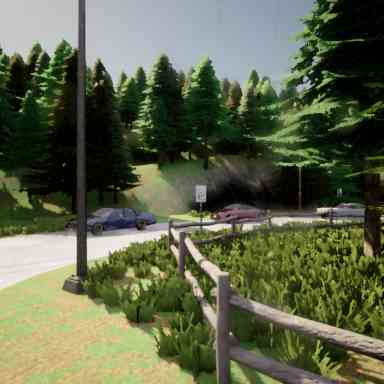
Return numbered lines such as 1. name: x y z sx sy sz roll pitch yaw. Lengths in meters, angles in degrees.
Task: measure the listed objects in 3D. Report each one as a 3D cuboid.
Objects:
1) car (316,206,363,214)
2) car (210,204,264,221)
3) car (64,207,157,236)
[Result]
1. car: 12.992 1.628 28.079 4.718 1.301 1.895 0 0 -6
2. car: 3.474 1.591 25.180 4.181 1.385 1.994 0 0 -26
3. car: -4.467 1.574 19.138 2.033 1.411 5.357 0 0 41
